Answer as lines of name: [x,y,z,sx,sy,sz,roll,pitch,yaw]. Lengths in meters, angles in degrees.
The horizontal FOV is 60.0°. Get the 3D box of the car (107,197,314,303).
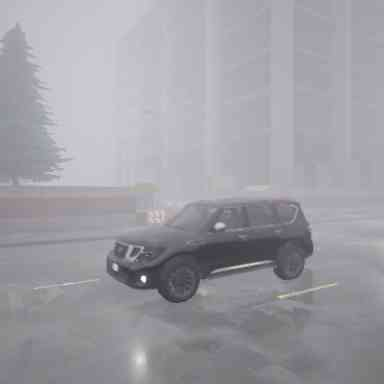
car: [0.708,1.218,8.540,5.566,2.045,2.150,-1,0,-32]

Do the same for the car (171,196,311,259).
car: [2.122,1.222,13.563,5.566,2.045,2.150,0,0,-32]
